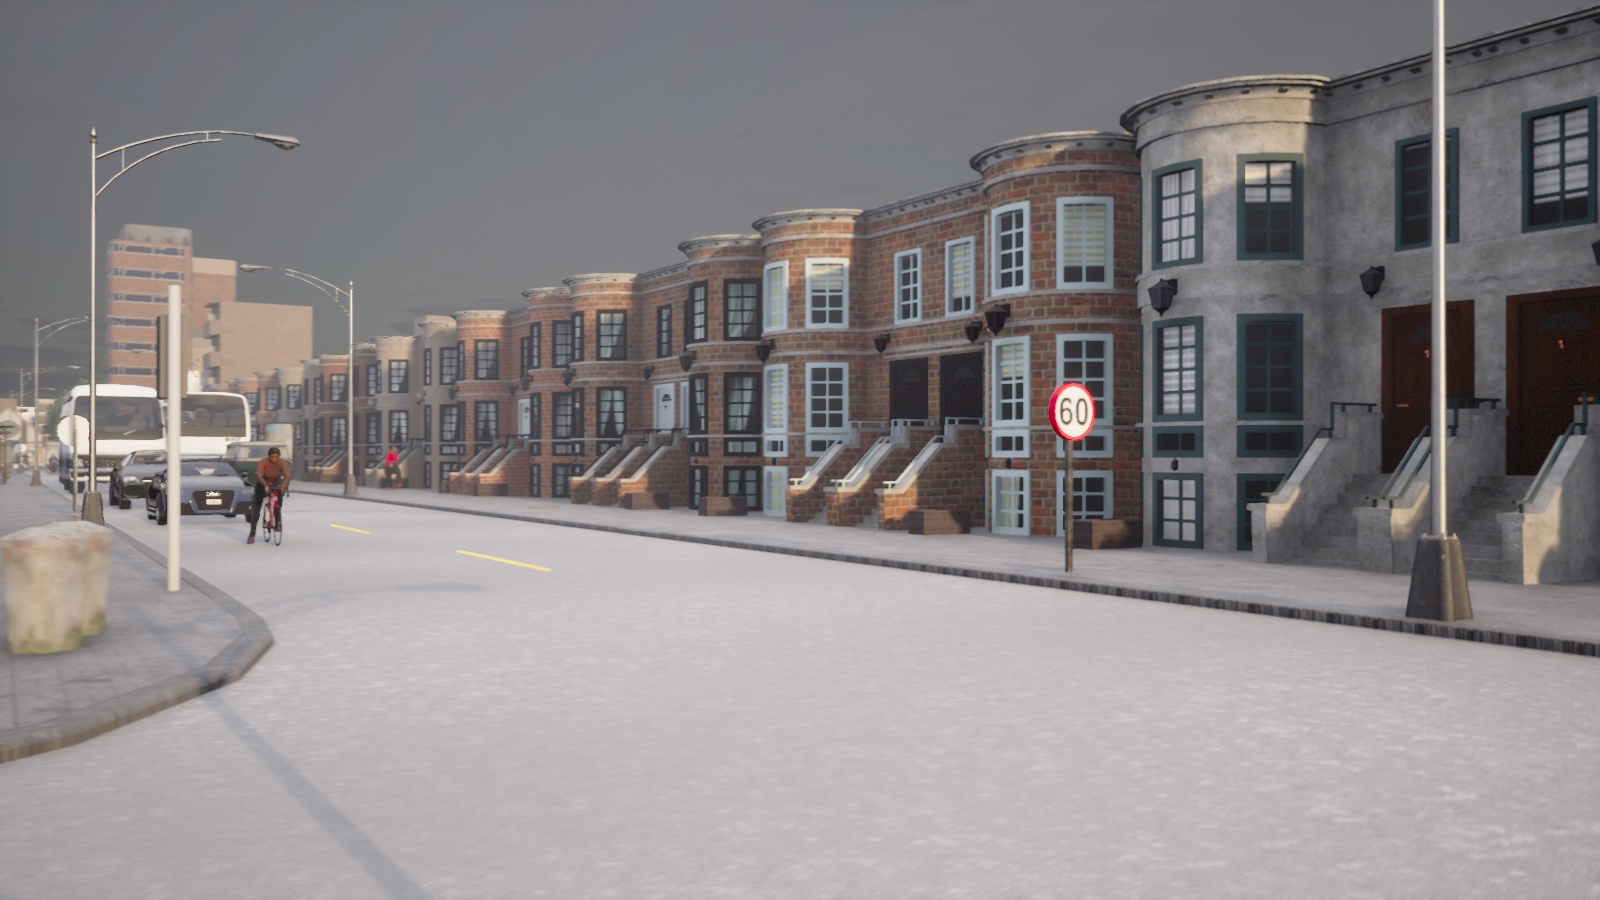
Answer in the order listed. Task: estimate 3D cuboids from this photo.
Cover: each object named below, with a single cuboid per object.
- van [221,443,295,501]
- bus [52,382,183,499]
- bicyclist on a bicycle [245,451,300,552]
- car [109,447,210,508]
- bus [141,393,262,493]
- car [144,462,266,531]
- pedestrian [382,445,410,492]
[{"bbox_3d":[-19.716,0.764,45.558,1.775,1.987,4.442,0,0,-32],"label":"van"},{"bbox_3d":[-27.713,-0.315,50.682,3.944,4.253,10.273,0,0,-32],"label":"bus"},{"bbox_3d":[-8.799,0.820,20.928,0.582,1.620,1.656,0,0,-32],"label":"bicyclist on a bicycle"},{"bbox_3d":[-18.613,0.746,36.364,2.152,1.651,5.027,0,0,-32],"label":"car"},{"bbox_3d":[-28.360,-0.277,59.159,3.944,4.253,10.273,0,0,-32],"label":"bus"},{"bbox_3d":[-13.415,0.978,28.185,1.994,1.385,4.181,0,0,-32],"label":"car"},{"bbox_3d":[-16.119,0.728,50.107,0.899,1.844,0.634,0,0,38],"label":"pedestrian"}]
